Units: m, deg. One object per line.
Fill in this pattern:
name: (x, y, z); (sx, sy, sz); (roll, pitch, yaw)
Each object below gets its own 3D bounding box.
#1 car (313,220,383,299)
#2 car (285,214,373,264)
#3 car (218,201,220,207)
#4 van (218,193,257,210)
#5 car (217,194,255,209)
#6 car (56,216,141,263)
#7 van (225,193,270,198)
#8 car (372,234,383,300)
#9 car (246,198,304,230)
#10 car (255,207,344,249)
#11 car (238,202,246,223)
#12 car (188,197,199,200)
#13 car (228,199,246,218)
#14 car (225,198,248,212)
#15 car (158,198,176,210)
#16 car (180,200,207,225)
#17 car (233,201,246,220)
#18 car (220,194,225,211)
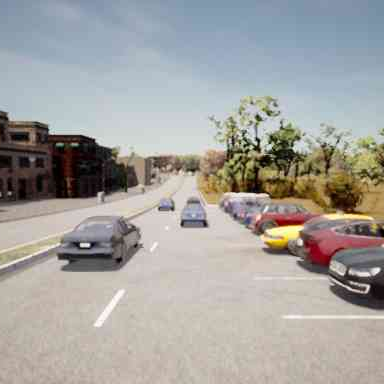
car: (5.558, 1.515, 7.240); (4.892, 1.521, 2.231); (0, 0, 0)
car: (5.586, 1.554, 9.991); (4.792, 1.488, 2.163); (0, 0, 0)
car: (5.605, 1.409, 37.545); (4.892, 1.521, 2.231); (0, 1, 0)
van: (5.500, 1.150, 40.300); (4.442, 1.987, 1.878); (0, 1, 0)
car: (5.652, 1.210, 43.054); (4.553, 1.767, 2.185); (0, 1, 0)
car: (-3.132, 1.593, 12.211); (2.033, 1.411, 5.357); (0, 0, 0)
van: (5.717, 1.235, 32.031); (4.442, 1.987, 1.878); (0, 0, 0)
car: (5.541, 1.504, 4.487); (5.008, 1.535, 2.097); (0, 0, 0)
car: (5.543, 1.402, 18.254); (4.553, 1.767, 2.185); (0, 0, 0)
car: (5.377, 1.524, 12.751); (5.366, 1.575, 1.946); (0, 0, 0)
car: (5.576, 1.559, 21.016); (4.674, 1.452, 2.002); (0, 0, 0)
car: (0.177, 1.364, 42.688); (1.837, 1.490, 4.892); (0, 1, 0)
car: (5.560, 1.528, 26.528); (4.792, 1.488, 2.163); (0, 0, 0)
car: (5.624, 1.509, 29.280); (4.792, 1.488, 2.163); (0, 0, 0)
car: (-3.071, 1.434, 40.792); (2.033, 1.411, 5.357); (0, 1, 0)
car: (0.117, 1.575, 24.057); (2.033, 1.411, 5.357); (0, 0, 0)
car: (5.587, 1.550, 23.770); (4.674, 1.452, 2.002); (0, 0, 0)
car: (5.575, 1.310, 34.916); (4.553, 1.767, 2.185); (0, 1, 0)
